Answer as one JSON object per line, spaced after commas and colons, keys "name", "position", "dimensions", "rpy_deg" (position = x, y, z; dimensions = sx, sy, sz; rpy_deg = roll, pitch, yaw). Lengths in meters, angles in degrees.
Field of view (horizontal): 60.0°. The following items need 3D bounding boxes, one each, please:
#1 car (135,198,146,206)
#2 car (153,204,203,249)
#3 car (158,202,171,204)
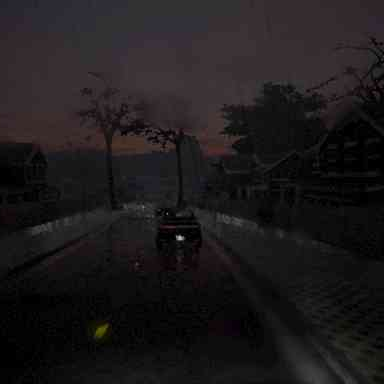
{"name": "car", "position": [-10.285, 2.017, 67.013], "dimensions": [2.128, 1.511, 4.902], "rpy_deg": [0, -1, -8]}
{"name": "car", "position": [-0.642, 1.525, 14.775], "dimensions": [2.128, 1.511, 4.902], "rpy_deg": [0, 0, -5]}
{"name": "car", "position": [-2.446, 1.652, 29.757], "dimensions": [1.812, 1.442, 4.674], "rpy_deg": [0, 0, -8]}
